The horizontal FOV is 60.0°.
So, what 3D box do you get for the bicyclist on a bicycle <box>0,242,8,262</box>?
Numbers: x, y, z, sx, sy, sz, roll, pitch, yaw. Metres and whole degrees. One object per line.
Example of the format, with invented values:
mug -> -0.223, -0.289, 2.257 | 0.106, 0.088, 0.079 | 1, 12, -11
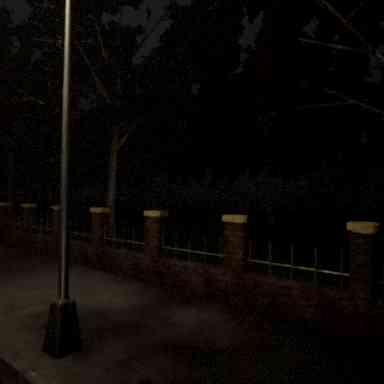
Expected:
bicyclist on a bicycle -> -6.435, 1.422, 10.088 | 0.582, 1.620, 1.656 | 0, -2, 41
